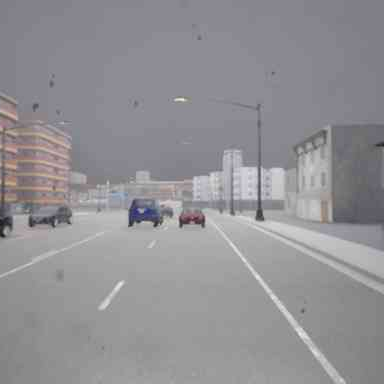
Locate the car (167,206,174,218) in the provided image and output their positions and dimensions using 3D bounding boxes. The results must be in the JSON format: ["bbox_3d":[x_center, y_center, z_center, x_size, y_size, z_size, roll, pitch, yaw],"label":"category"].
[{"bbox_3d":[-3.421,2.584,44.030,2.128,1.511,4.902,0,-3,0],"label":"car"}]

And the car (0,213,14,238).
[{"bbox_3d":[-10.501,1.568,15.785,1.882,1.535,5.008,0,-1,0],"label":"car"}]

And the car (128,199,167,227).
[{"bbox_3d":[-3.470,1.536,25.691,2.150,2.045,5.566,0,-1,0],"label":"car"}]

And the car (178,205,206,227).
[{"bbox_3d":[0.017,1.888,24.852,1.895,1.301,4.718,0,-2,0],"label":"car"}]

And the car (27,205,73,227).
[{"bbox_3d":[-10.519,1.799,25.100,1.837,1.490,4.892,0,-2,0],"label":"car"}]
